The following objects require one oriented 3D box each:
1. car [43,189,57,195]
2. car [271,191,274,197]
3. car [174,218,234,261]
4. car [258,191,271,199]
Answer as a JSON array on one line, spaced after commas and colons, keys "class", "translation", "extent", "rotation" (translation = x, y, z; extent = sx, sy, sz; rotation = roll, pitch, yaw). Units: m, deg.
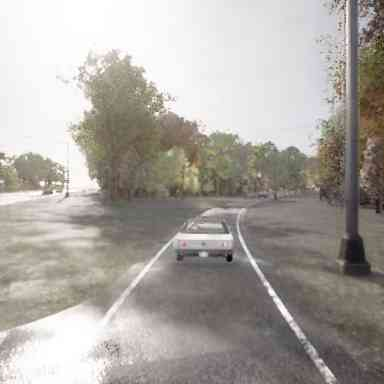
[{"class": "car", "translation": [-32.468, -0.057, 75.139], "extent": [2.033, 1.411, 5.357], "rotation": [0, 1, -15]}, {"class": "car", "translation": [20.394, 0.567, 87.243], "extent": [1.837, 1.490, 4.892], "rotation": [0, 1, 21]}, {"class": "car", "translation": [0.518, 1.622, 12.375], "extent": [1.895, 1.301, 4.718], "rotation": [0, 0, 4]}, {"class": "car", "translation": [16.609, 0.759, 77.533], "extent": [1.837, 1.490, 4.892], "rotation": [0, 1, 21]}]
